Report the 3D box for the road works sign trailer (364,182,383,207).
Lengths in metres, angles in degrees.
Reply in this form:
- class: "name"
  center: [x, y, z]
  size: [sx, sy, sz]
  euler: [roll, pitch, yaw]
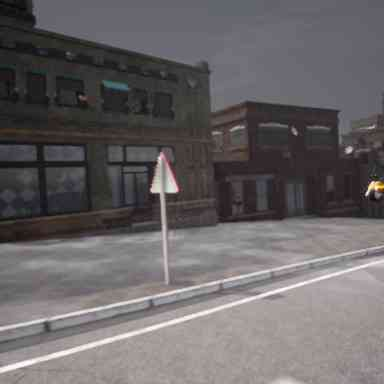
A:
- class: "road works sign trailer"
  center: [9.234, -0.950, 13.355]
  size: [2.880, 3.560, 2.380]
  euler: [22, -4, -29]
